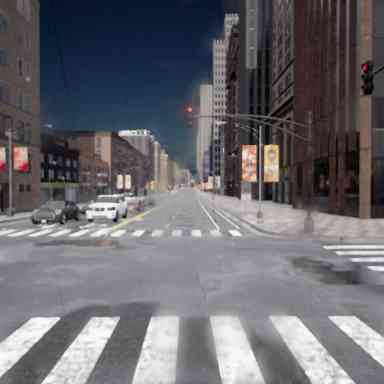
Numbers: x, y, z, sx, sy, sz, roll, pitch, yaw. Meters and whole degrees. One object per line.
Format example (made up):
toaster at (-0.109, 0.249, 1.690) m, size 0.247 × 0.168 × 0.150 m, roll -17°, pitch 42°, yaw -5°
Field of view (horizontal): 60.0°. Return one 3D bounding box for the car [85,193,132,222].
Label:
car at (-6.584, 1.229, 26.394) m, size 2.150 × 2.045 × 5.566 m, roll 0°, pitch 0°, yaw 0°

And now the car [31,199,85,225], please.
car at (-9.844, 1.359, 24.343) m, size 2.097 × 1.767 × 4.553 m, roll 0°, pitch 0°, yaw 0°

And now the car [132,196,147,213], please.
car at (-6.590, 1.537, 37.767) m, size 1.812 × 1.442 × 4.674 m, roll 0°, pitch 0°, yaw 0°

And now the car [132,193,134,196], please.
car at (-9.830, 1.223, 49.812) m, size 2.150 × 2.045 × 5.566 m, roll 0°, pitch 1°, yaw 0°

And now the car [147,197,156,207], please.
car at (-6.575, 1.517, 50.788) m, size 1.837 × 1.490 × 4.892 m, roll 0°, pitch 0°, yaw 0°

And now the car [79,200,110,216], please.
car at (-9.839, 1.574, 33.881) m, size 1.994 × 1.385 × 4.181 m, roll 0°, pitch 0°, yaw 0°
